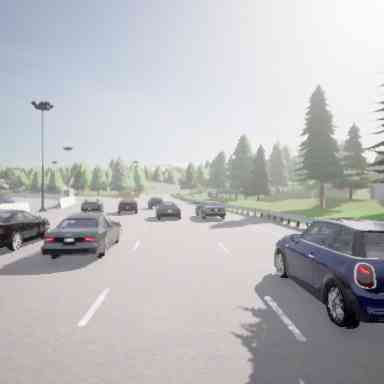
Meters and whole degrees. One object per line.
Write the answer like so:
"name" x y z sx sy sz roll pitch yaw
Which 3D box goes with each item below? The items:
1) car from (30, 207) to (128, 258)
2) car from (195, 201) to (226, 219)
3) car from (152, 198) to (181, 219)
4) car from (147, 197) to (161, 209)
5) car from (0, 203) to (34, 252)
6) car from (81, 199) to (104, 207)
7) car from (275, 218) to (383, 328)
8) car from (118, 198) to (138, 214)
"car" -3.924 1.514 12.645 2.033 1.411 5.357 0 0 -4
"car" 1.493 1.474 28.172 2.033 1.411 5.357 0 0 -8
"car" -2.072 1.491 28.263 1.994 1.385 4.181 0 0 -8
"car" -4.656 1.390 42.814 1.837 1.490 4.892 0 -1 -12
"car" -7.547 1.442 13.767 1.882 1.535 5.008 0 0 -4
"car" -10.013 1.403 33.550 2.128 1.511 4.902 0 0 -10
"car" 3.339 1.333 7.140 2.097 1.767 4.553 0 0 -2
"car" -6.658 1.389 34.689 1.882 1.535 5.008 0 0 -10
